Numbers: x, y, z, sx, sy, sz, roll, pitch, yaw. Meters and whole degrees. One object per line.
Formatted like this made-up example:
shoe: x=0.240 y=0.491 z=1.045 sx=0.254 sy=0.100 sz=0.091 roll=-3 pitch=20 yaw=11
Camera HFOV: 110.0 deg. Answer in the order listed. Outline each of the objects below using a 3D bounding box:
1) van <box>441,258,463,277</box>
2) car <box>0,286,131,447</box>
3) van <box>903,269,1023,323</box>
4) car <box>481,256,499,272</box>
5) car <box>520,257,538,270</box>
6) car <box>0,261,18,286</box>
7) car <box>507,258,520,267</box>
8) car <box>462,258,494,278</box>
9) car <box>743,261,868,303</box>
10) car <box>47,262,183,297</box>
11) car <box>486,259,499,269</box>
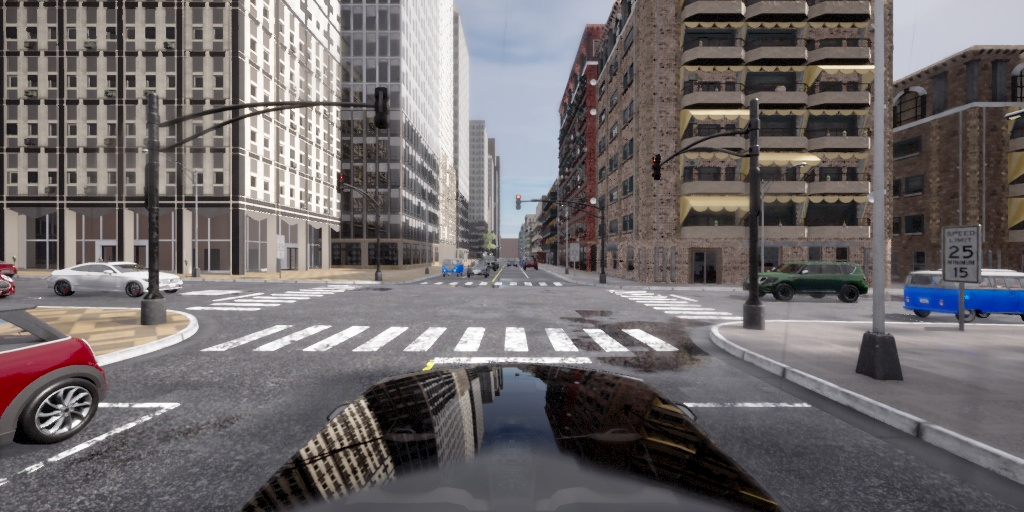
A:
van: x=-5.716 y=1.097 z=34.831 sx=1.690 sy=1.789 sz=3.998 roll=0 pitch=0 yaw=0
car: x=-5.691 y=1.190 z=2.357 sx=1.967 sy=1.591 sz=4.097 roll=0 pitch=0 yaw=0
van: x=16.903 y=1.453 z=13.091 sx=3.998 sy=1.789 sz=1.690 roll=0 pitch=0 yaw=0
car: x=-3.136 y=0.986 z=46.993 sx=2.150 sy=2.045 sz=5.566 roll=0 pitch=0 yaw=0
car: x=2.651 y=1.079 z=51.492 sx=2.192 sy=1.841 sz=5.009 roll=0 pitch=0 yaw=0
car: x=-21.156 y=0.818 z=13.112 sx=4.097 sy=1.591 sz=1.967 roll=0 pitch=0 yaw=0
car: x=0.050 y=1.373 z=64.508 sx=1.895 sy=1.301 sz=4.718 roll=0 pitch=0 yaw=0
car: x=-3.127 y=1.247 z=33.965 sx=2.128 sy=1.511 sz=4.902 roll=0 pitch=0 yaw=0
car: x=15.445 y=1.297 z=19.012 sx=5.566 sy=2.045 sz=2.150 roll=1 pitch=0 yaw=0
car: x=-17.277 y=0.975 z=15.709 sx=4.674 sy=1.442 sz=1.812 roll=1 pitch=0 yaw=-2
car: x=-3.118 y=1.247 z=59.258 sx=1.882 sy=1.535 sz=5.008 roll=0 pitch=1 yaw=0
